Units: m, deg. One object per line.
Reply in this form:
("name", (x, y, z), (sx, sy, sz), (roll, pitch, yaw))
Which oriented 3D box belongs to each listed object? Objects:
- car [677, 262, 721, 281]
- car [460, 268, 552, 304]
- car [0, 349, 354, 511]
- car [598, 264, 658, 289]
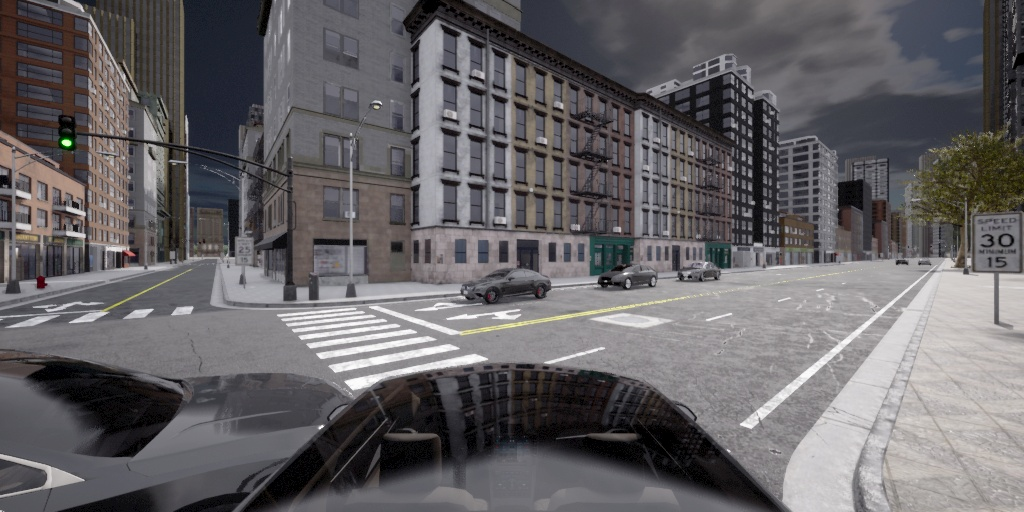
("car", (15.438, 1.233, 29.481), (4.902, 1.511, 2.128), (0, 0, -39))
("car", (-0.166, 1.285, 16.667), (4.674, 1.442, 1.812), (0, 0, -39))
("car", (-3.235, 1.257, 1.671), (4.892, 1.490, 1.837), (0, 0, -35))
("car", (7.478, 1.256, 22.950), (4.892, 1.490, 1.837), (0, 0, -39))
